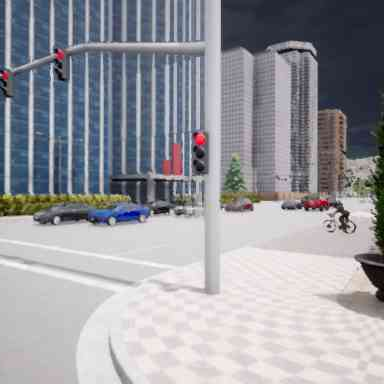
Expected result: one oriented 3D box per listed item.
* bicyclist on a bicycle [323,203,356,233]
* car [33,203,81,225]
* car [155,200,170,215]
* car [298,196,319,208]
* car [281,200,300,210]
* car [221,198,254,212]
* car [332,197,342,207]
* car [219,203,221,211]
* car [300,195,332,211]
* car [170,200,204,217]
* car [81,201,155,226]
[{"bbox_3d":[7.909,1.400,17.892,1.656,1.620,0.582,0,0,33],"label":"bicyclist on a bicycle"},{"bbox_3d":[-9.226,1.568,24.584,1.837,1.490,4.892,0,0,33],"label":"car"},{"bbox_3d":[-3.654,1.594,33.008,1.882,1.535,5.008,0,0,34],"label":"car"},{"bbox_3d":[19.110,1.631,54.389,2.097,1.767,4.553,0,0,34],"label":"car"},{"bbox_3d":[13.967,1.795,46.597,1.994,1.385,4.181,0,0,33],"label":"car"},{"bbox_3d":[5.856,1.533,41.004,2.097,1.767,4.553,0,0,34],"label":"car"},{"bbox_3d":[22.477,1.638,53.135,2.097,1.767,4.553,0,0,34],"label":"car"},{"bbox_3d":[2.040,1.717,41.593,2.033,1.411,5.357,0,0,34],"label":"car"},{"bbox_3d":[16.587,1.453,44.214,2.150,2.045,5.566,0,0,33],"label":"car"},{"bbox_3d":[0.238,1.729,32.544,1.895,1.301,4.718,0,0,34],"label":"car"},{"bbox_3d":[-5.245,1.554,24.258,1.882,1.535,5.008,0,0,33],"label":"car"}]
